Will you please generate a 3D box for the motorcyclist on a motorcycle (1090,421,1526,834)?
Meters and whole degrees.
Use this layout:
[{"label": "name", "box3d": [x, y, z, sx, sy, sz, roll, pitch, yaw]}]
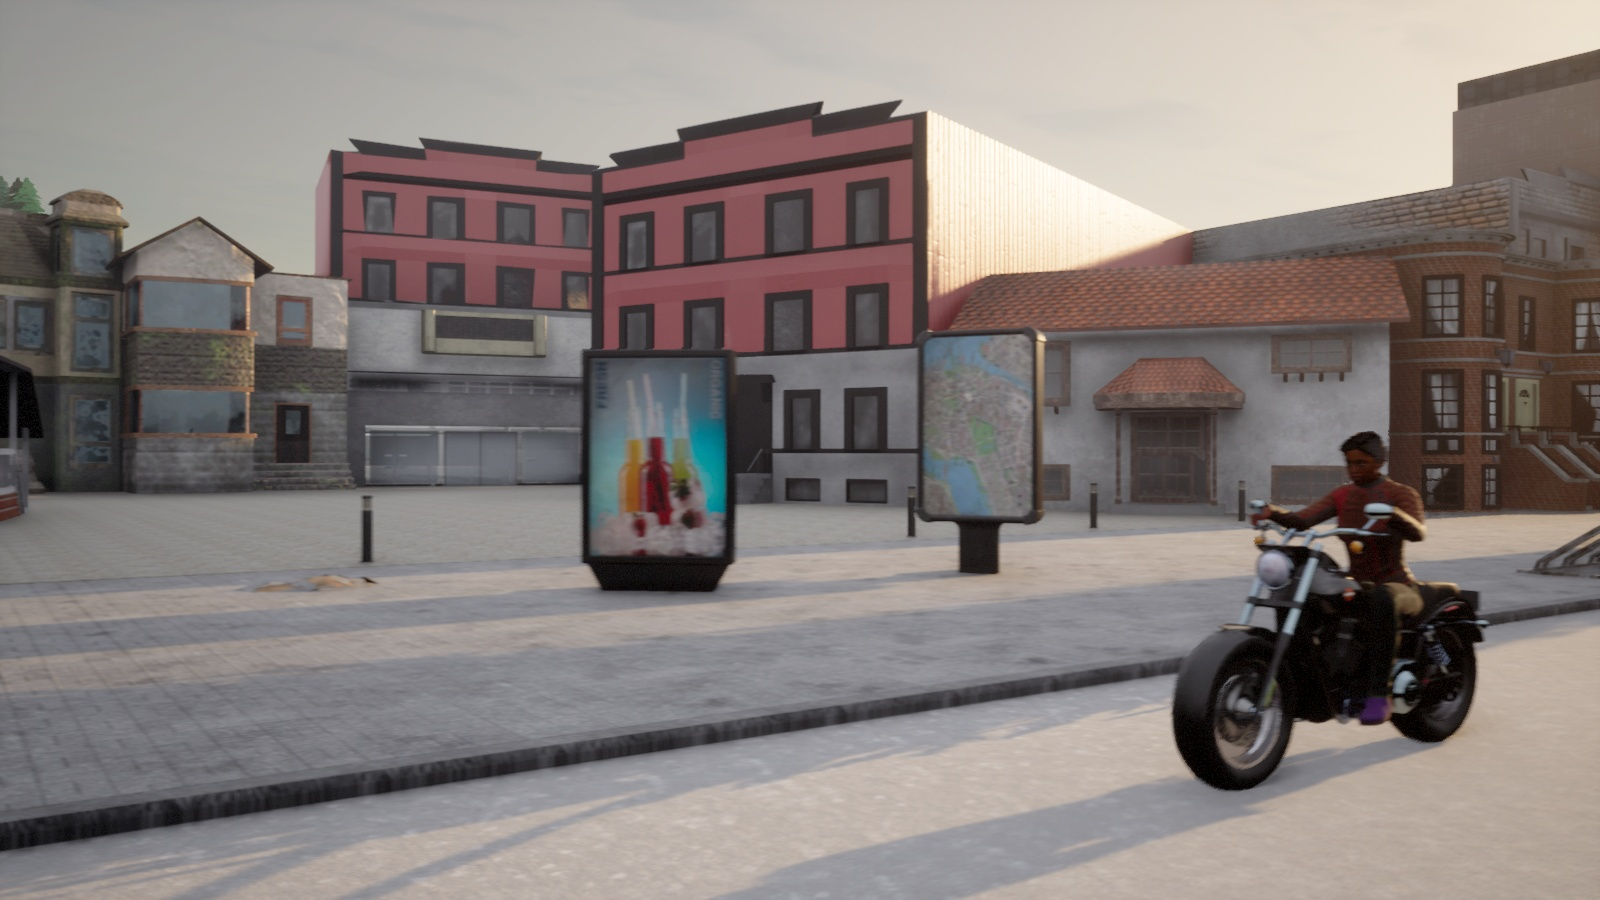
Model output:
[{"label": "motorcyclist on a motorcycle", "box3d": [2.489, 0.706, 6.000, 2.350, 1.649, 0.766, 0, 0, -35]}]
